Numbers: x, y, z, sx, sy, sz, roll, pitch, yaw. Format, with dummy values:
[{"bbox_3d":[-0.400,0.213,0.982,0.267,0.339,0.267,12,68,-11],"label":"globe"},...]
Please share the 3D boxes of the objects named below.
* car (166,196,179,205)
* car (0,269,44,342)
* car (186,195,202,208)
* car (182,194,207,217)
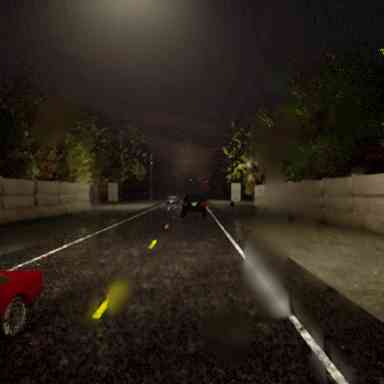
[{"bbox_3d":[-3.196,1.365,55.151,2.128,1.511,4.902,0,0,1],"label":"car"},{"bbox_3d":[-3.582,1.591,3.700,1.895,1.301,4.718,0,0,0],"label":"car"},{"bbox_3d":[0.349,1.261,45.880,2.097,1.767,4.553,0,0,1],"label":"car"},{"bbox_3d":[0.205,1.168,31.246,2.150,2.045,5.566,0,0,1],"label":"car"}]
